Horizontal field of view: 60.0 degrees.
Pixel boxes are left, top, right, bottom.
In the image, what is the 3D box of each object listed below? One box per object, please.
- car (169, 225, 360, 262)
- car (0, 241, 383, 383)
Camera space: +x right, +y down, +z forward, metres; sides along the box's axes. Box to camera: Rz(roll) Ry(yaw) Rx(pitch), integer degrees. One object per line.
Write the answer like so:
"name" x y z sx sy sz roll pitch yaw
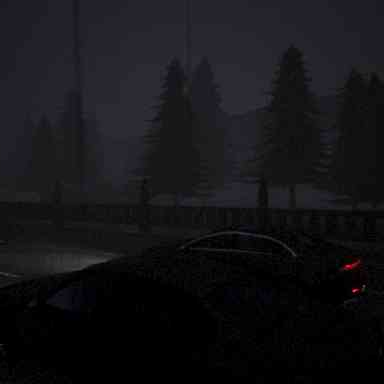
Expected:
"car" 1.033 1.472 7.244 4.902 1.511 2.128 0 0 34
"car" -0.537 1.536 4.177 5.357 1.411 2.033 0 0 33
